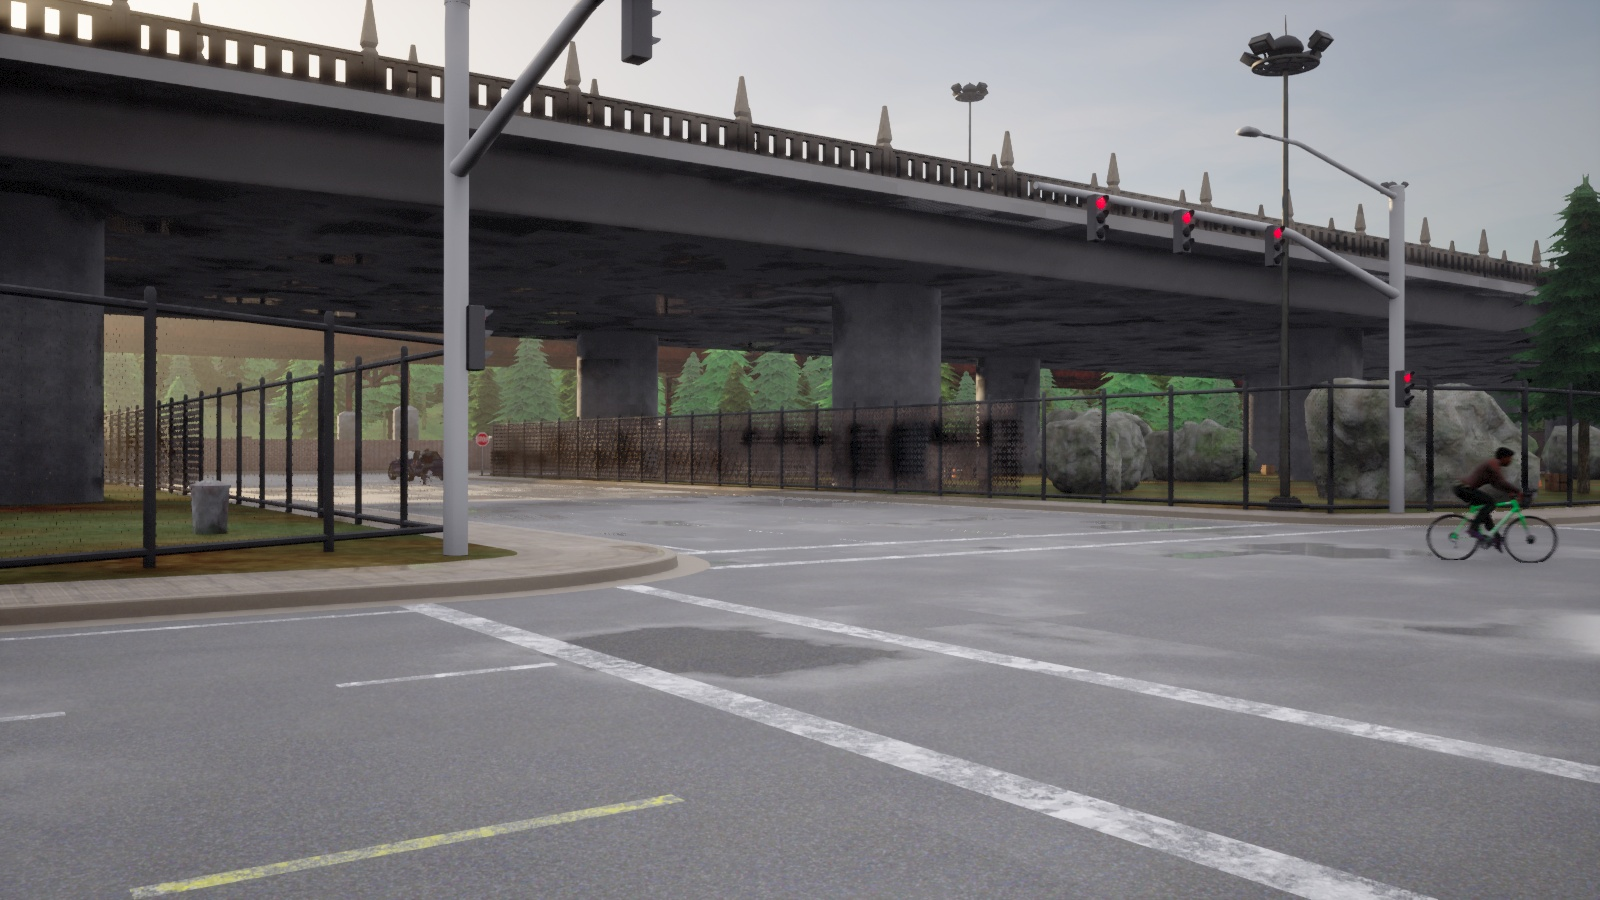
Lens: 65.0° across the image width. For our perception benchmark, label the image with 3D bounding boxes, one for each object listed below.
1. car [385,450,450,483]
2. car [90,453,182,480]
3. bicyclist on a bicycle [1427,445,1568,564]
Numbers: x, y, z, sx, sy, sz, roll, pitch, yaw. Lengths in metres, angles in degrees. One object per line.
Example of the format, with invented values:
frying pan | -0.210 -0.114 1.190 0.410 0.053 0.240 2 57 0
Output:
car | -21.011 0.872 68.921 2.097 1.767 4.553 0 0 -35
car | -41.153 1.008 77.912 4.856 1.649 2.033 0 0 -34
bicyclist on a bicycle | 9.770 0.744 17.655 1.656 1.620 0.582 0 -1 20
